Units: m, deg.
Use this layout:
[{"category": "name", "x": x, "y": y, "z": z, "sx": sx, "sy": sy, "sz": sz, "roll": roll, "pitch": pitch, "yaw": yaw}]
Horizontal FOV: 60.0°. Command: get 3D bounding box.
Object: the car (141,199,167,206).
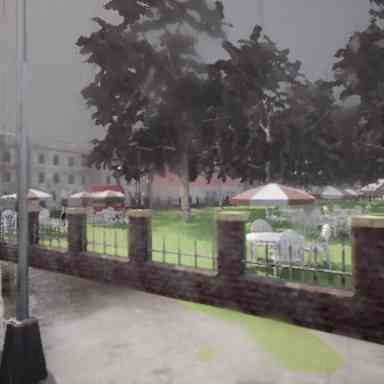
[{"category": "car", "x": -6.362, "y": 1.962, "z": 57.965, "sx": 2.033, "sy": 1.411, "sz": 5.357, "roll": -1, "pitch": 0, "yaw": 36}]
